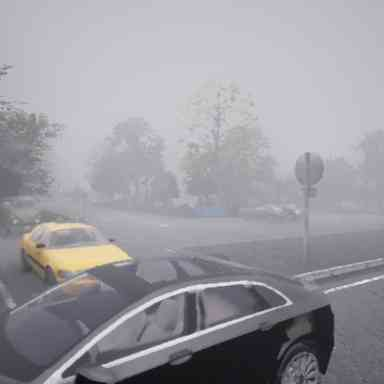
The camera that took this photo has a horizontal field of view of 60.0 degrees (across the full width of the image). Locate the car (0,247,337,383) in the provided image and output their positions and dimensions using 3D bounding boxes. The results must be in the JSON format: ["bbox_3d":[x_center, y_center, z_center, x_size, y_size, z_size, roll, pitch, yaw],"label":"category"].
[{"bbox_3d":[-0.560,1.504,3.282,4.902,1.511,2.128,1,0,-35],"label":"car"}]

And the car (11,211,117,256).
[{"bbox_3d":[-3.214,1.499,8.788,1.946,1.575,5.366,1,0,-36],"label":"car"}]

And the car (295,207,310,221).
[{"bbox_3d":[9.469,1.924,33.289,2.185,1.767,4.553,2,-1,-35],"label":"car"}]

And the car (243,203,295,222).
[{"bbox_3d":[6.919,2.001,31.397,2.002,1.452,4.674,2,-1,-36],"label":"car"}]

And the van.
[{"bbox_3d":[-9.896,1.283,19.178,1.878,1.987,4.442,1,0,-36],"label":"van"}]

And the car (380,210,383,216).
[{"bbox_3d":[29.347,2.786,47.302,2.002,1.452,4.674,2,-1,-35],"label":"car"}]
